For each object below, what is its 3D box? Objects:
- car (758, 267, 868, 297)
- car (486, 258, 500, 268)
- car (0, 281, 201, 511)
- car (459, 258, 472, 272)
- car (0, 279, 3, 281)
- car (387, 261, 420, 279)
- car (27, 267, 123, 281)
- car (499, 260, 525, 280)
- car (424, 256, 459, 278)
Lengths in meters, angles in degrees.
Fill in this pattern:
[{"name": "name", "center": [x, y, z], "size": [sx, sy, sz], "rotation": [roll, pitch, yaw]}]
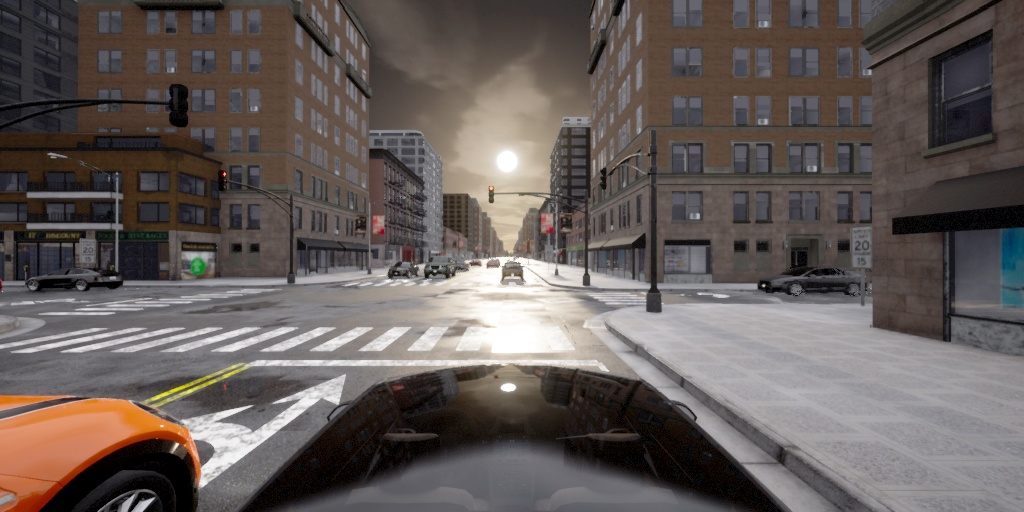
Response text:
[{"name": "car", "center": [15.525, 1.299, 18.649], "size": [4.892, 1.490, 1.837], "rotation": [0, 0, 0]}, {"name": "car", "center": [-3.359, 1.304, 61.955], "size": [1.994, 1.385, 4.181], "rotation": [0, 0, 0]}, {"name": "car", "center": [-3.237, 1.102, 0.608], "size": [2.097, 1.767, 4.553], "rotation": [0, 0, 0]}, {"name": "car", "center": [-6.673, 1.309, 45.875], "size": [1.994, 1.385, 4.181], "rotation": [0, 0, 0]}, {"name": "car", "center": [-25.891, 0.963, 15.485], "size": [5.566, 2.045, 2.150], "rotation": [0, 0, 0]}, {"name": "car", "center": [-9.900, 1.252, 33.054], "size": [1.837, 1.490, 4.892], "rotation": [0, 0, 0]}, {"name": "car", "center": [-25.408, 1.330, 20.966], "size": [4.313, 1.339, 1.948], "rotation": [0, 0, 0]}, {"name": "car", "center": [0.048, 1.254, 31.236], "size": [1.837, 1.490, 4.892], "rotation": [0, 0, 0]}, {"name": "car", "center": [-6.646, 0.971, 33.609], "size": [2.150, 2.045, 5.566], "rotation": [0, 0, 0]}]
